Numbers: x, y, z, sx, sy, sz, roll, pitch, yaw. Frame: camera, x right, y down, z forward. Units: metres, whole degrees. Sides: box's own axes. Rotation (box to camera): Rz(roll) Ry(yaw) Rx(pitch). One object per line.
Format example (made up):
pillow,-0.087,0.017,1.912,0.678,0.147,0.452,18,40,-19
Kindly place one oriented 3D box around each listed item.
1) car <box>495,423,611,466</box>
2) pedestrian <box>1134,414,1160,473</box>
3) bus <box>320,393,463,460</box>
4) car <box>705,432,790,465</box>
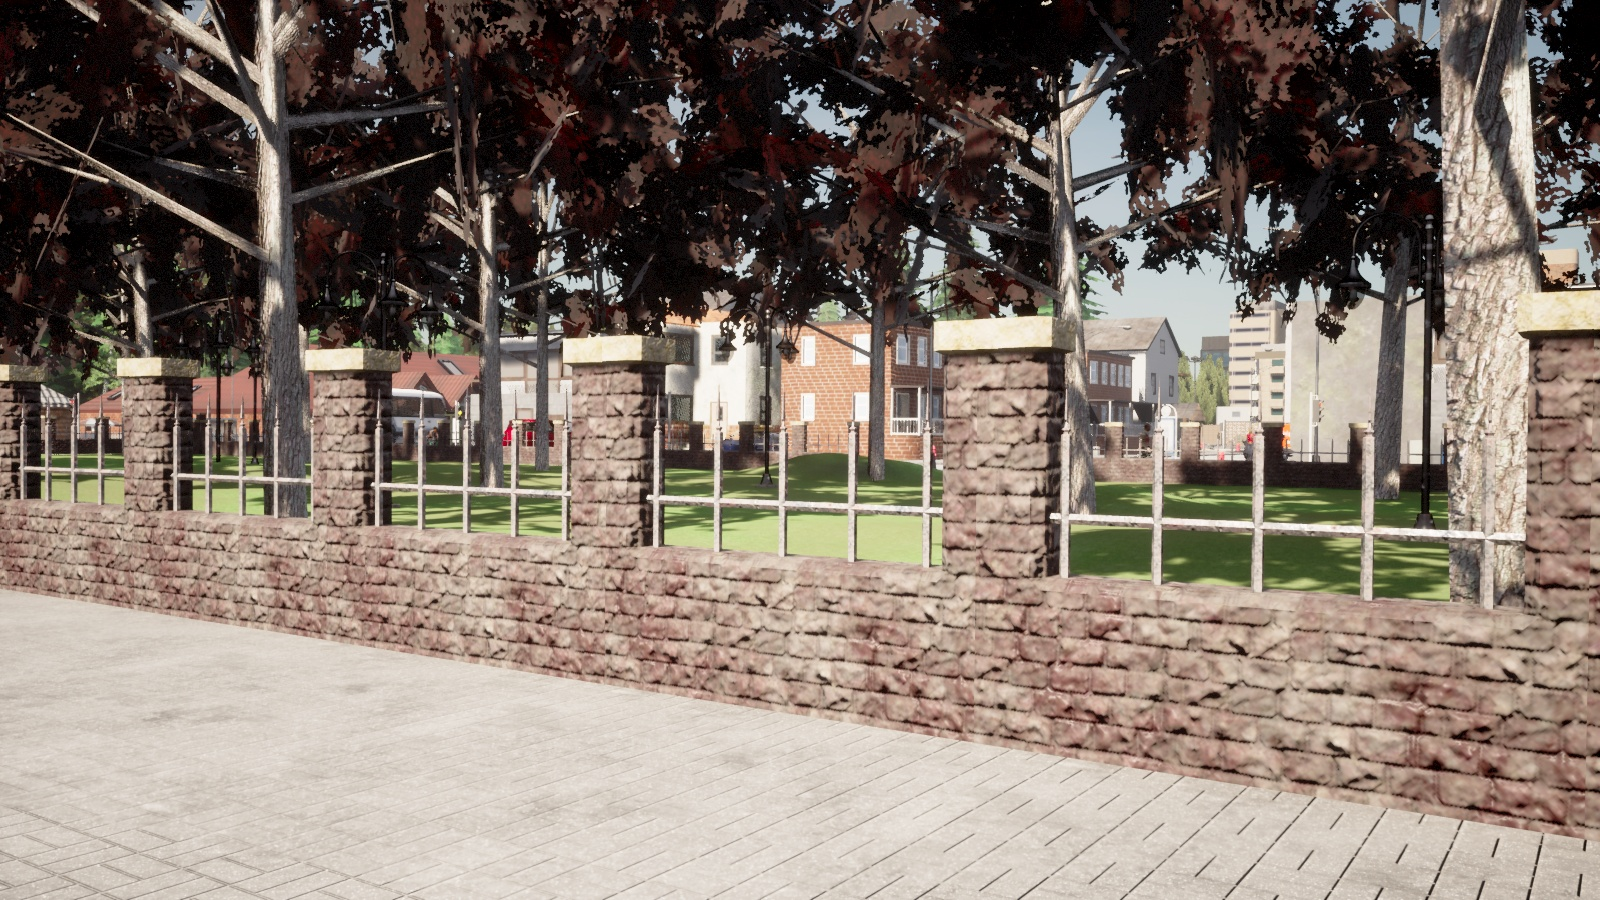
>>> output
car,-12.168,-0.283,61.803,5.566,2.045,2.150,0,1,30
pedestrian,11.054,-0.205,40.019,0.720,1.854,0.376,0,1,34
bus,-27.744,-1.568,85.979,3.944,4.253,10.273,-1,1,18
car,-2.520,-0.090,60.289,3.705,1.549,1.789,0,1,33
